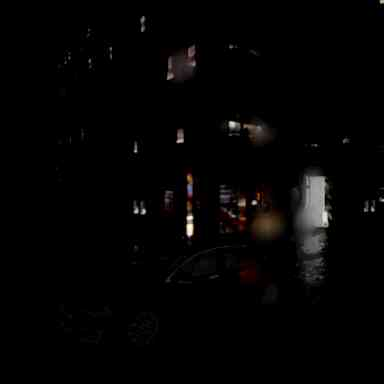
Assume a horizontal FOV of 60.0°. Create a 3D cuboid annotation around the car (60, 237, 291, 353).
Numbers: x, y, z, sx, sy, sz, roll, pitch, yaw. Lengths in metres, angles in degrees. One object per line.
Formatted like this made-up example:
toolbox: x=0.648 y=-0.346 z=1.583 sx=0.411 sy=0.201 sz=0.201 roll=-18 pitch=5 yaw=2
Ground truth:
car: x=-0.049 y=1.551 z=6.053 sx=4.403 sy=1.369 sz=2.008 roll=0 pitch=0 yaw=-35
